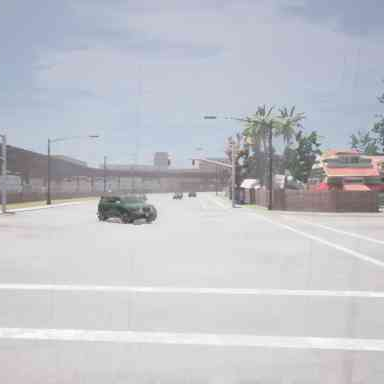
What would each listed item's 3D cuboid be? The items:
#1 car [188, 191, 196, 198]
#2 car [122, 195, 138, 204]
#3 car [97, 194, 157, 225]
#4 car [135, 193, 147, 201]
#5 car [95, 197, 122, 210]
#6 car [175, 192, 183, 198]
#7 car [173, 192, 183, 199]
[{"bbox_3d":[0.094,0.519,86.818,2.097,1.767,4.553,0,1,0],"label":"car"},{"bbox_3d":[-10.516,1.303,56.563,1.994,1.385,4.181,0,1,0],"label":"car"},{"bbox_3d":[-4.977,1.206,24.683,2.150,2.045,5.566,-1,1,-44],"label":"car"},{"bbox_3d":[-10.426,1.059,68.643,1.812,1.442,4.674,0,1,0],"label":"car"},{"bbox_3d":[-10.532,1.453,42.340,2.033,1.411,5.357,0,1,0],"label":"car"},{"bbox_3d":[-3.406,0.709,87.180,1.994,1.385,4.181,0,1,0],"label":"car"},{"bbox_3d":[-3.417,0.963,76.862,1.895,1.301,4.718,0,1,0],"label":"car"}]
